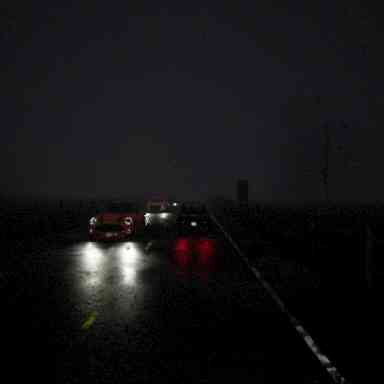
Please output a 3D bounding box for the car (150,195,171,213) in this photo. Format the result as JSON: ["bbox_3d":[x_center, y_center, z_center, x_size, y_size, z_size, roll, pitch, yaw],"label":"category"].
[{"bbox_3d":[-3.604,1.285,34.890,1.882,1.535,5.008,0,0,0],"label":"car"}]

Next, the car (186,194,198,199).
[{"bbox_3d":[-0.014,1.218,55.546,1.812,1.442,4.674,0,0,0],"label":"car"}]

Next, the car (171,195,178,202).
[{"bbox_3d":[-3.518,1.218,59.325,2.033,1.411,5.357,0,0,0],"label":"car"}]

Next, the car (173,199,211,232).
[{"bbox_3d":[0.093,1.386,19.245,2.128,1.511,4.902,0,0,0],"label":"car"}]

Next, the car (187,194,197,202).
[{"bbox_3d":[-0.016,1.189,65.553,2.033,1.411,5.357,0,0,0],"label":"car"}]

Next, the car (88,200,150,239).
[{"bbox_3d":[-3.605,1.260,16.661,2.097,1.767,4.553,0,0,0],"label":"car"}]
